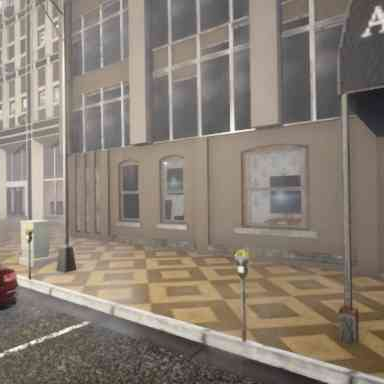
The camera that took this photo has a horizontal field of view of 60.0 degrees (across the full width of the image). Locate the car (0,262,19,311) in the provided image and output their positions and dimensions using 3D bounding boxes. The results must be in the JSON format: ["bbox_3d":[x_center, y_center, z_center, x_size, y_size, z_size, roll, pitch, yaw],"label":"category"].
[{"bbox_3d":[-4.975,1.584,6.434,4.206,1.307,1.802,0,-1,35],"label":"car"}]
